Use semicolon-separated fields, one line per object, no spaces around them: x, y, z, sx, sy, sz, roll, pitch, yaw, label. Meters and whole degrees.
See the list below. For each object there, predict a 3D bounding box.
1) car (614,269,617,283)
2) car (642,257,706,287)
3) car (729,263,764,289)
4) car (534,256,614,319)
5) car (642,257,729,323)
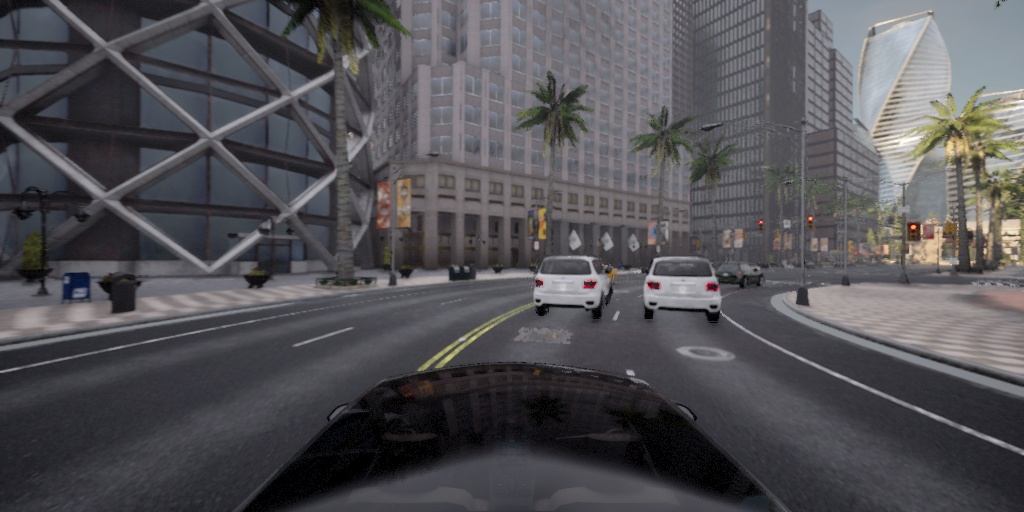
5.746;1.316;25.760;1.882;1.535;5.008;0;0;42;car
12.206;1.108;26.887;5.566;2.045;2.150;1;0;-40;car
15.975;1.264;25.362;4.553;1.767;2.097;0;0;-39;car
2.428;1.013;13.444;2.150;2.045;5.566;0;0;19;car
5.927;1.039;12.884;2.150;2.045;5.566;0;0;21;car
